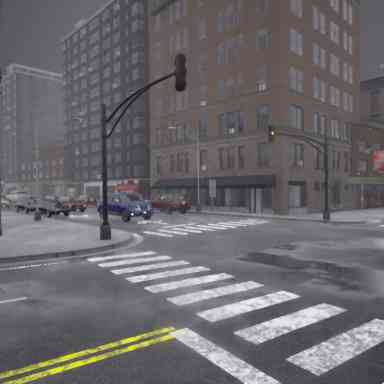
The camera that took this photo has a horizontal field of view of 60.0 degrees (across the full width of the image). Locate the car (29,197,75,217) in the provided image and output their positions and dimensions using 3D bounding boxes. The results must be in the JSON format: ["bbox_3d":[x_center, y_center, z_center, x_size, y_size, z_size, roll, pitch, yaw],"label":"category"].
[{"bbox_3d":[-12.356,1.417,29.212,1.947,1.339,4.313,0,1,-44],"label":"car"}]

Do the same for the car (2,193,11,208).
[{"bbox_3d":[-23.734,1.247,40.951,1.752,1.417,4.829,0,1,-44],"label":"car"}]

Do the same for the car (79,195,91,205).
[{"bbox_3d":[-13.905,1.083,43.058,1.967,1.590,4.097,0,1,-44],"label":"car"}]

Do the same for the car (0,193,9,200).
[{"bbox_3d":[-40.736,0.884,70.743,1.947,1.339,4.313,0,1,-44],"label":"car"}]

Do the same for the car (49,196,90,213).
[{"bbox_3d":[-12.384,1.391,33.190,1.895,1.301,4.718,-1,1,-44],"label":"car"}]

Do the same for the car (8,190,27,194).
[{"bbox_3d":[-28.640,0.749,54.558,2.150,2.045,5.566,-1,1,-44],"label":"car"}]

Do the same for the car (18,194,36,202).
[{"bbox_3d":[-29.237,1.043,58.879,1.802,1.307,4.206,0,1,-44],"label":"car"}]

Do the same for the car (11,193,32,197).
[{"bbox_3d":[-20.697,1.199,41.795,1.837,1.490,4.892,-1,1,-44],"label":"car"}]

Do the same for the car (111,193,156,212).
[{"bbox_3d":[-6.238,1.045,35.147,2.192,1.841,5.009,0,1,-44],"label":"car"}]

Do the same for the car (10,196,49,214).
[{"bbox_3d":[-16.189,1.374,33.166,1.947,1.339,4.313,0,1,-44],"label":"car"}]

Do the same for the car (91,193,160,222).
[{"bbox_3d":[-5.305,1.089,25.882,2.150,2.045,5.566,-1,1,-44],"label":"car"}]

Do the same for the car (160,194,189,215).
[{"bbox_3d":[-2.405,1.087,31.192,2.192,1.841,5.009,0,1,-44],"label":"car"}]
